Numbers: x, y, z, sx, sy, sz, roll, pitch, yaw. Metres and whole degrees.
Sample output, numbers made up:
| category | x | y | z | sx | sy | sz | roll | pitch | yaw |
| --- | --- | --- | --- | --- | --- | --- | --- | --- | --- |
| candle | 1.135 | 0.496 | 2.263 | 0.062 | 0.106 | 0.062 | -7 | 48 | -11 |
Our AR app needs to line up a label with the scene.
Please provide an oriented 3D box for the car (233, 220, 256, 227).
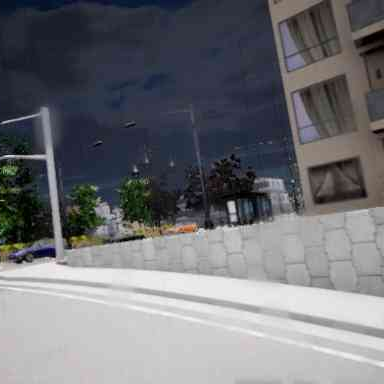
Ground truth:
| category | x | y | z | sx | sy | sz | roll | pitch | yaw |
| --- | --- | --- | --- | --- | --- | --- | --- | --- | --- |
| car | 7.869 | 4.135 | 49.331 | 1.882 | 1.535 | 5.008 | -13 | -7 | 36 |

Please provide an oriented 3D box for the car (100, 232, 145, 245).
| category | x | y | z | sx | sy | sz | roll | pitch | yaw |
| --- | --- | --- | --- | --- | --- | --- | --- | --- | --- |
| car | -7.250 | 4.970 | 34.851 | 1.895 | 1.301 | 4.718 | -13 | -7 | 36 |

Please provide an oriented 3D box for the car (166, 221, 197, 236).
| category | x | y | z | sx | sy | sz | roll | pitch | yaw |
| --- | --- | --- | --- | --- | --- | --- | --- | --- | --- |
| car | -1.379 | 4.697 | 42.903 | 2.097 | 1.767 | 4.553 | -13 | -7 | 36 |

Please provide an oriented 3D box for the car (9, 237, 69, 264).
| category | x | y | z | sx | sy | sz | roll | pitch | yaw |
| --- | --- | --- | --- | --- | --- | --- | --- | --- | --- |
| car | -12.638 | 4.749 | 27.580 | 2.097 | 1.767 | 4.553 | -13 | -7 | 36 |
